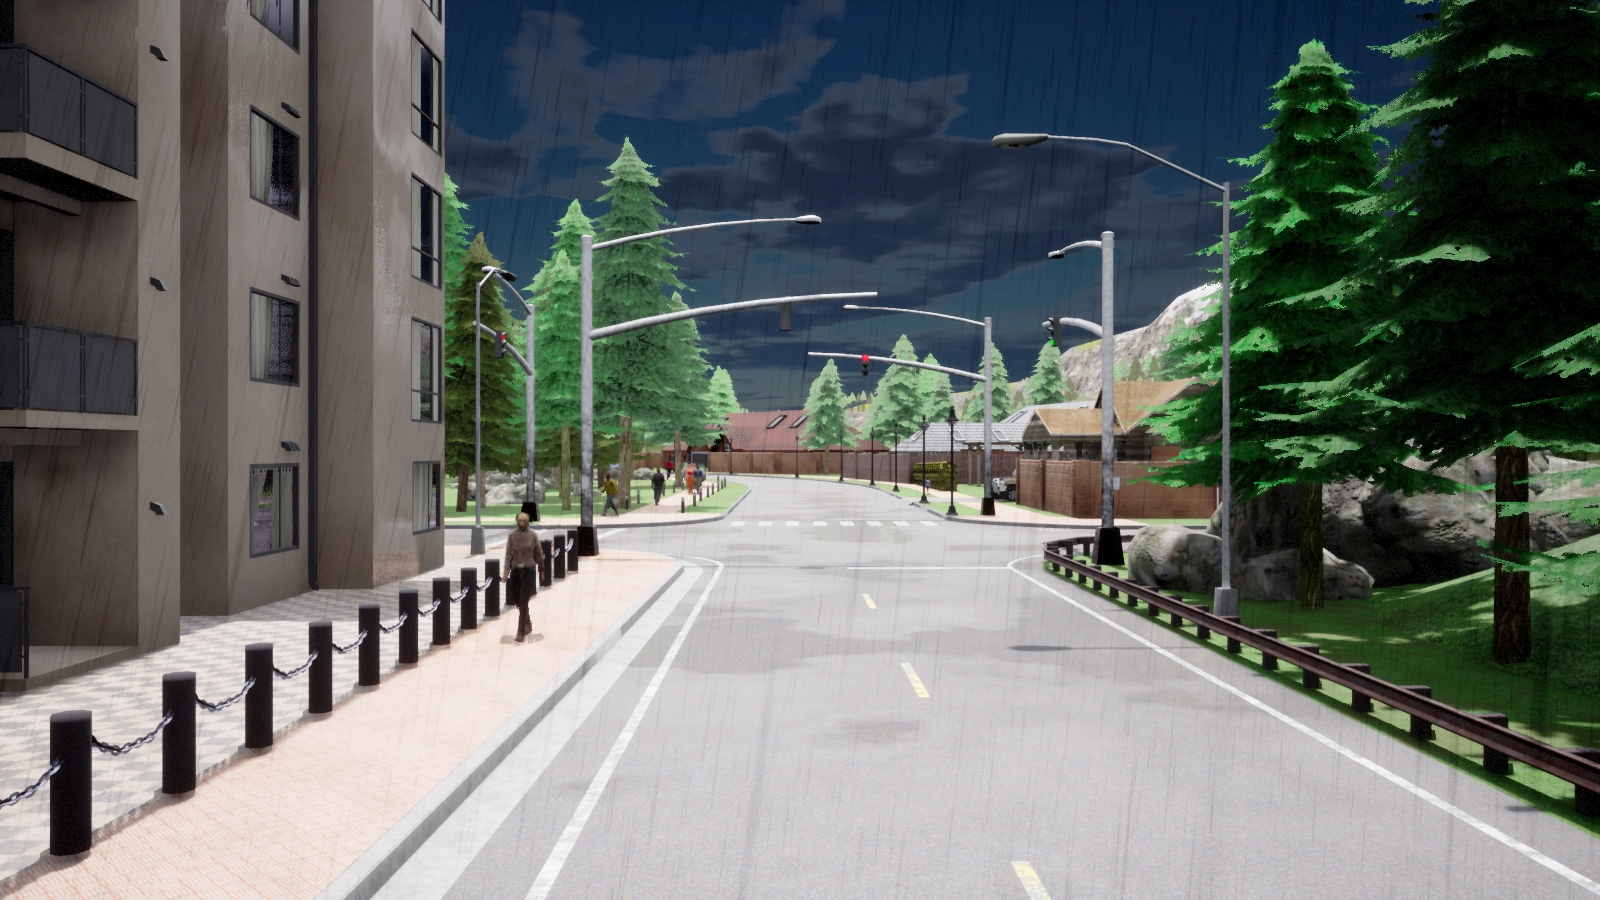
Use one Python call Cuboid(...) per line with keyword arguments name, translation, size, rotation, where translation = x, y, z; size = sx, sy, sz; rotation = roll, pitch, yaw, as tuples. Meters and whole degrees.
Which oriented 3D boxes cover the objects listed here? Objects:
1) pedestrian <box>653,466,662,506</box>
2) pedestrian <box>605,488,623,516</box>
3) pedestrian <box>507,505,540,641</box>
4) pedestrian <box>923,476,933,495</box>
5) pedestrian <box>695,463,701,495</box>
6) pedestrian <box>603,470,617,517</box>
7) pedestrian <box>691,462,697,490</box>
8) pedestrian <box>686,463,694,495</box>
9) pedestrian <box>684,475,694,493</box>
Cuboid(name="pedestrian", translation=(-6.736, 1.698, 54.103), size=(0.375, 1.860, 0.375), rotation=(0, 0, 0))
Cuboid(name="pedestrian", translation=(-7.440, 2.082, 45.634), size=(0.500, 1.100, 0.500), rotation=(0, 0, 35))
Cuboid(name="pedestrian", translation=(-3.868, 1.705, 15.985), size=(0.375, 1.860, 0.375), rotation=(0, 0, -1))
Cuboid(name="pedestrian", translation=(7.553, 2.089, 67.625), size=(0.500, 1.100, 0.500), rotation=(0, 0, -3))
Cuboid(name="pedestrian", translation=(-5.987, 1.704, 67.103), size=(0.375, 1.860, 0.375), rotation=(0, 0, -2))
Cuboid(name="pedestrian", translation=(-7.463, 1.702, 44.847), size=(0.375, 1.860, 0.375), rotation=(0, 0, -45))
Cuboid(name="pedestrian", translation=(-6.913, 1.709, 74.698), size=(0.375, 1.860, 0.375), rotation=(0, 0, -3))
Cuboid(name="pedestrian", translation=(-6.517, 1.704, 67.744), size=(0.375, 1.860, 0.375), rotation=(0, 0, 4))
Cuboid(name="pedestrian", translation=(-6.886, 2.086, 70.724), size=(0.500, 1.100, 0.500), rotation=(0, 0, 6))
